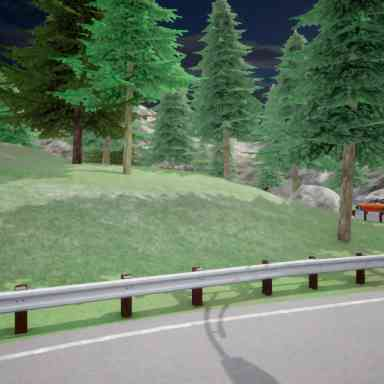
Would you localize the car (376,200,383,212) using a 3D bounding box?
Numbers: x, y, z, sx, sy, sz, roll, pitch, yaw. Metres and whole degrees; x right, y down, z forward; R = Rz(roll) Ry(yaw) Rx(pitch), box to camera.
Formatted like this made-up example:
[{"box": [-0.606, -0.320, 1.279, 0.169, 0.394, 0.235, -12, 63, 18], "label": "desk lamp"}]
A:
[{"box": [16.797, 1.563, 24.595, 2.033, 1.411, 5.357, 0, 0, -17], "label": "car"}]

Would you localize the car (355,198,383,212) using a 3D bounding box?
[{"box": [18.141, 1.367, 32.204, 2.097, 1.767, 4.553, 0, 0, -18], "label": "car"}]
